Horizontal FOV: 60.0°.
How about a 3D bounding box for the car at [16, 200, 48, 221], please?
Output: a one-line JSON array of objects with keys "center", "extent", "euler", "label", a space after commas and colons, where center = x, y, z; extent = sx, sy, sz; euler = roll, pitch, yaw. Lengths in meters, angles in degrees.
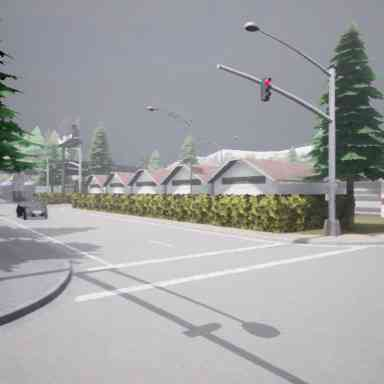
[{"center": [-13.564, 1.470, 28.110], "extent": [2.128, 1.511, 4.902], "euler": [0, 0, -37], "label": "car"}]
